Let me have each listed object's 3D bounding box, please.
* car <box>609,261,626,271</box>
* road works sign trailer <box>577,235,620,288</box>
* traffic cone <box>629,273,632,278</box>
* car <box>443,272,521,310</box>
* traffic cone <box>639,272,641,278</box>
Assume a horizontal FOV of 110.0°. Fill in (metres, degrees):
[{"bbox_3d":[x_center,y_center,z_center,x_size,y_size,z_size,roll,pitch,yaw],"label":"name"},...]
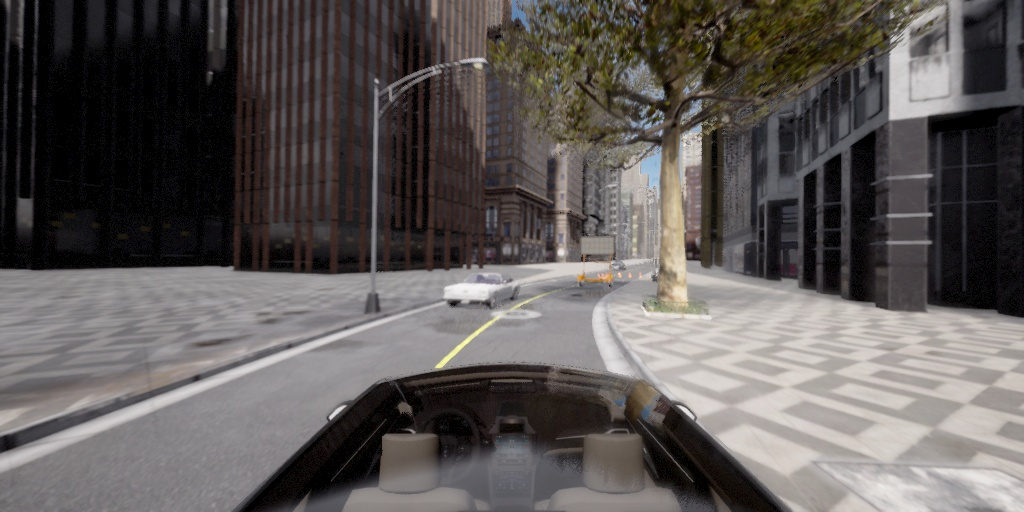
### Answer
[{"bbox_3d":[16.233,1.500,54.825,1.812,1.442,4.674,1,0,25],"label":"car"},{"bbox_3d":[5.961,0.327,25.035,2.380,3.560,2.880,0,0,25],"label":"road works sign trailer"},{"bbox_3d":[12.023,1.892,36.557,0.340,0.580,0.340,0,0,25],"label":"traffic cone"},{"bbox_3d":[-1.079,1.368,15.112,1.895,1.301,4.718,1,0,17],"label":"car"},{"bbox_3d":[12.933,1.901,36.142,0.340,0.580,0.340,0,0,25],"label":"traffic cone"}]
